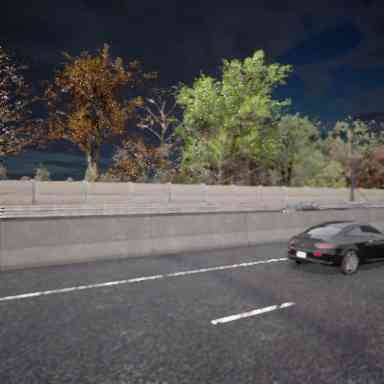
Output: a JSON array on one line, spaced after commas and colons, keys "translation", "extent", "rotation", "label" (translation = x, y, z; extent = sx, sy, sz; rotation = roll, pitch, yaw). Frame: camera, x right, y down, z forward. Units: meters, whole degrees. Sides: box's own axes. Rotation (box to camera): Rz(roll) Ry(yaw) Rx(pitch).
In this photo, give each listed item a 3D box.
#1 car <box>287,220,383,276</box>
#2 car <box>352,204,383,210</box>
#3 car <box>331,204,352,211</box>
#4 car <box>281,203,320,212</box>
[{"translation": [5.091, 1.651, 10.781], "extent": [4.674, 1.442, 1.812], "rotation": [1, -1, -32], "label": "car"}, {"translation": [17.499, 1.980, 31.182], "extent": [4.718, 1.301, 1.895], "rotation": [1, -1, -32], "label": "car"}, {"translation": [16.729, 1.963, 34.830], "extent": [5.357, 1.411, 2.033], "rotation": [1, -1, -32], "label": "car"}, {"translation": [11.650, 1.902, 35.778], "extent": [4.902, 1.511, 2.128], "rotation": [1, -1, -32], "label": "car"}]
